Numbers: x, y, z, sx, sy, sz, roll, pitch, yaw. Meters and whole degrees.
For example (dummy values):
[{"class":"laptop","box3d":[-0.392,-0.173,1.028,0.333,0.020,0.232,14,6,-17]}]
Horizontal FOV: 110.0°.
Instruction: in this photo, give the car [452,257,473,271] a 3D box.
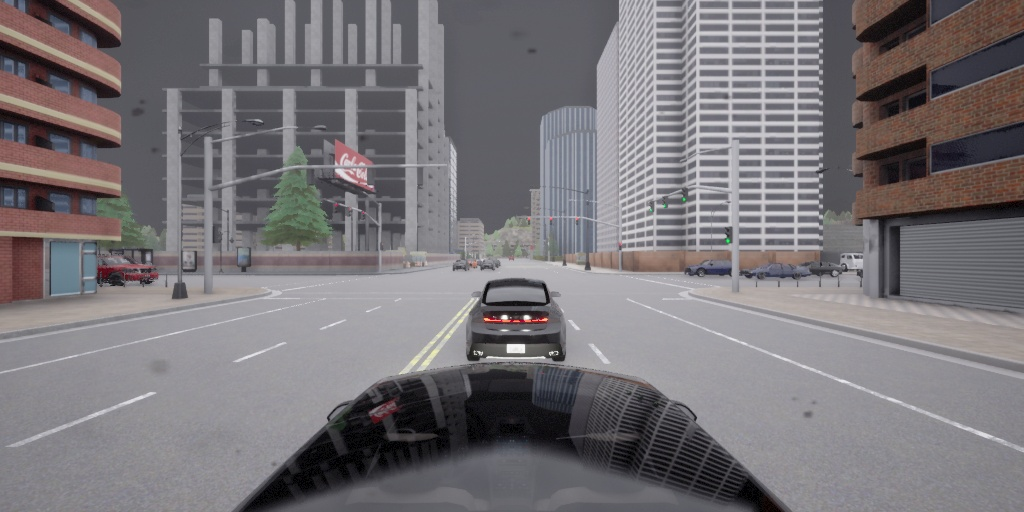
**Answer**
[{"class":"car","box3d":[-6.869,1.255,48.767,1.837,1.490,4.892,0,0,0]}]

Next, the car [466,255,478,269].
[{"class":"car","box3d":[-6.812,1.102,57.973,2.097,1.767,4.553,0,0,0]}]

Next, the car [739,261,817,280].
[{"class":"car","box3d":[22.804,1.297,31.202,5.357,1.411,2.033,0,0,0]}]

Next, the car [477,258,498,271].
[{"class":"car","box3d":[-3.360,1.255,50.297,1.837,1.490,4.892,0,0,0]}]

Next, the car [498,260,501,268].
[{"class":"car","box3d":[-3.295,1.102,60.422,2.097,1.767,4.553,0,0,0]}]

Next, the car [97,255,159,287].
[{"class":"car","box3d":[-27.106,0.973,23.976,5.566,2.045,2.150,0,0,0]}]

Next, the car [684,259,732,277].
[{"class":"car","box3d":[19.214,1.102,34.700,4.553,1.767,2.097,0,0,0]}]

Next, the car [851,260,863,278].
[{"class":"car","box3d":[32.716,1.314,31.192,4.181,1.385,1.994,0,0,0]}]

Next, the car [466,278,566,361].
[{"class":"car","box3d":[0.093,1.255,8.235,1.837,1.490,4.892,0,0,1]}]

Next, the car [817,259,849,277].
[{"class":"car","box3d":[29.064,1.255,34.695,4.892,1.490,1.837,0,0,0]}]
